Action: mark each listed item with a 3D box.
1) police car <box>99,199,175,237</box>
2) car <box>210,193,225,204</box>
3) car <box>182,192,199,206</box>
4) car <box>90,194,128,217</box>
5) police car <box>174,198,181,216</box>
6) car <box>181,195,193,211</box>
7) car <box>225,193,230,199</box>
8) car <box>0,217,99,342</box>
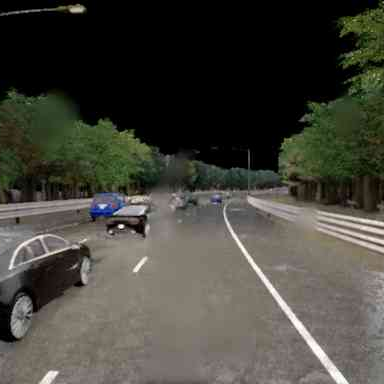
[{"bbox_3d":[-2.730,1.384,18.066,1.930,1.638,5.238,0,0,13],"label":"police car"},{"bbox_3d":[4.346,1.226,58.837,1.882,1.535,5.008,0,1,9],"label":"car"},{"bbox_3d":[-0.297,1.028,49.782,2.150,2.045,5.566,0,0,7],"label":"car"},{"bbox_3d":[-6.003,1.141,25.590,2.150,2.045,5.566,0,0,4],"label":"car"},{"bbox_3d":[-2.449,1.416,28.145,2.038,1.542,4.974,0,0,4],"label":"police car"},{"bbox_3d":[-1.520,1.406,38.964,2.033,1.411,5.357,0,0,6],"label":"car"},{"bbox_3d":[8.030,0.951,78.869,2.128,1.511,4.902,0,1,12],"label":"car"},{"bbox_3d":[-3.436,1.487,6.454,2.128,1.511,4.902,0,0,1],"label":"car"}]
